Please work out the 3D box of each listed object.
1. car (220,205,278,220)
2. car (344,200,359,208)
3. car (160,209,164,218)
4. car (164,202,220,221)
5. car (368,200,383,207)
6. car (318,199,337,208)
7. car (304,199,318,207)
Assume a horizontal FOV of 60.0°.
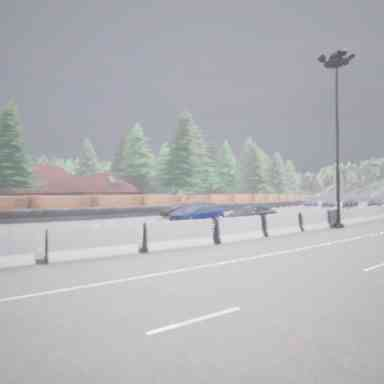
[{"bbox_3d":[4.729,1.774,25.796,4.892,1.490,1.837,0,-1,-42],"label":"car"},{"bbox_3d":[27.381,2.020,56.943,2.033,1.411,5.357,-1,-1,34],"label":"car"},{"bbox_3d":[-1.091,1.897,34.665,5.008,1.535,1.882,0,-1,-43],"label":"car"},{"bbox_3d":[0.503,1.791,26.725,5.008,1.535,1.882,0,-1,-41],"label":"car"},{"bbox_3d":[31.318,1.976,56.580,1.994,1.385,4.181,-1,-1,34],"label":"car"},{"bbox_3d":[23.971,2.025,58.080,1.812,1.442,4.674,-1,0,34],"label":"car"},{"bbox_3d":[22.242,2.077,61.827,1.812,1.442,4.674,-1,0,33],"label":"car"}]
